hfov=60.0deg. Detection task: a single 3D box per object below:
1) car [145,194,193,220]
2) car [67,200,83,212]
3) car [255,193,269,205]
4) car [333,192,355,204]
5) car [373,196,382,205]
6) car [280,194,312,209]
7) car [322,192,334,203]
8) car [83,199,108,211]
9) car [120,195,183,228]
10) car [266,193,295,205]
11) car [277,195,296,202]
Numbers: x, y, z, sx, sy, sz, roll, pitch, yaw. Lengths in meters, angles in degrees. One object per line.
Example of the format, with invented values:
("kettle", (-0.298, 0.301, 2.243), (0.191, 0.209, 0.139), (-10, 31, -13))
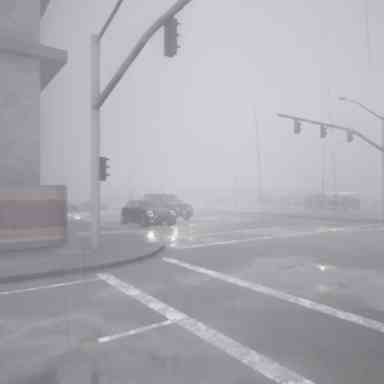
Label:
("car", (-2.197, 1.168, 26.650), (2.150, 2.045, 5.566), (0, 0, -36))
("car", (-14.173, 1.547, 37.334), (1.895, 1.301, 4.718), (0, 0, -36))
("car", (12.691, 1.160, 55.430), (4.605, 1.855, 1.932), (0, 0, -35))
("car", (36.065, 1.168, 78.802), (3.866, 1.878, 1.905), (0, 0, -35))
("car", (31.613, 1.404, 54.923), (3.806, 1.475, 1.970), (0, 0, -35))
("car", (15.954, 1.402, 50.906), (3.806, 1.475, 1.970), (0, 0, -35))
("car", (34.401, 1.407, 81.171), (3.806, 1.475, 1.970), (0, 0, -35))
("car", (-11.803, 1.547, 40.035), (1.895, 1.301, 4.718), (0, 0, -36))
("car", (-2.917, 1.300, 21.664), (2.097, 1.767, 4.553), (0, 0, -36))
("car", (14.282, 1.370, 53.269), (3.905, 1.438, 1.784), (0, 0, -35))
("car", (20.156, 1.373, 71.064), (3.905, 1.438, 1.784), (0, 0, -35))
